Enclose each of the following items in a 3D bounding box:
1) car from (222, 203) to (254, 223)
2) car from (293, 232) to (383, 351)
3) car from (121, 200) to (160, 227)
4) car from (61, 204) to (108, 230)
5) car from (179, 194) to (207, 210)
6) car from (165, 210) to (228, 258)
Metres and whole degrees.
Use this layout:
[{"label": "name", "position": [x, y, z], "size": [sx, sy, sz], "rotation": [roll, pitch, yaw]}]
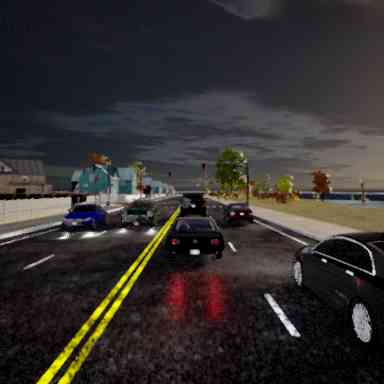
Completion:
[{"label": "car", "position": [3.352, 1.517, 24.839], "size": [2.033, 1.411, 5.357], "rotation": [0, 0, 0]}, {"label": "car", "position": [3.339, 1.496, 6.143], "size": [1.837, 1.490, 4.892], "rotation": [0, 0, 0]}, {"label": "car", "position": [-3.345, 1.324, 22.218], "size": [2.097, 1.767, 4.553], "rotation": [0, 0, 0]}, {"label": "car", "position": [-6.583, 1.499, 20.919], "size": [1.812, 1.442, 4.674], "rotation": [0, 0, 0]}, {"label": "car", "position": [0.104, 1.188, 28.619], "size": [2.150, 2.045, 5.566], "rotation": [0, 0, 0]}, {"label": "car", "position": [0.100, 1.583, 12.597], "size": [1.895, 1.301, 4.718], "rotation": [0, 0, 0]}]
